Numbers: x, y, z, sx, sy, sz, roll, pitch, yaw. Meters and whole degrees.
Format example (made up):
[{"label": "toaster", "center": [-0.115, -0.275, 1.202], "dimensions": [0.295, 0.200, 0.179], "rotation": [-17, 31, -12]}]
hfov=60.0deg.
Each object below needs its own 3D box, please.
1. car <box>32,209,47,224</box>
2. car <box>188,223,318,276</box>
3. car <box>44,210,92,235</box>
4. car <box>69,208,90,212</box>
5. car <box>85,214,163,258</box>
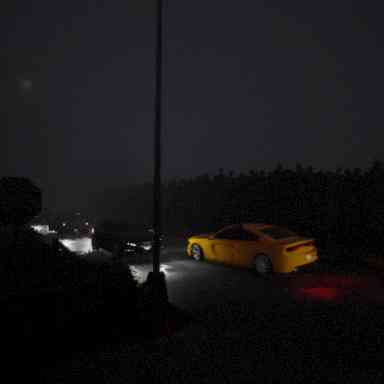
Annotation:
[{"label": "car", "center": [-14.740, 2.328, 32.401], "dimensions": [1.895, 1.301, 4.718], "rotation": [1, -1, -33]}, {"label": "car", "center": [1.914, 1.867, 11.916], "dimensions": [1.882, 1.535, 5.008], "rotation": [-3, 1, -41]}, {"label": "car", "center": [-8.697, 2.194, 23.275], "dimensions": [1.895, 1.301, 4.718], "rotation": [1, -2, -34]}, {"label": "car", "center": [-11.324, 2.288, 32.949], "dimensions": [2.128, 1.511, 4.902], "rotation": [1, -2, -34]}, {"label": "car", "center": [-3.001, 1.930, 14.684], "dimensions": [1.837, 1.490, 4.892], "rotation": [1, -2, -32]}]
